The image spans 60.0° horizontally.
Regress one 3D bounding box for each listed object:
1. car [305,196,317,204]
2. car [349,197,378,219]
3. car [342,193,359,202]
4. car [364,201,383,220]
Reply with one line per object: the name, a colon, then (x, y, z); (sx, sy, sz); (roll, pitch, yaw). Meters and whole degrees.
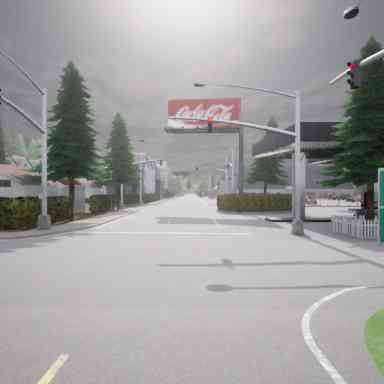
car: (22.529, 1.553, 63.979); (1.970, 1.475, 3.806); (0, 0, 0)
car: (14.378, 1.505, 24.915); (3.866, 1.878, 1.905); (0, 0, 0)
car: (34.936, 1.490, 71.765); (2.007, 1.523, 4.514); (0, 0, 0)
car: (18.707, 1.672, 30.583); (4.611, 1.667, 2.242); (0, 0, 0)
